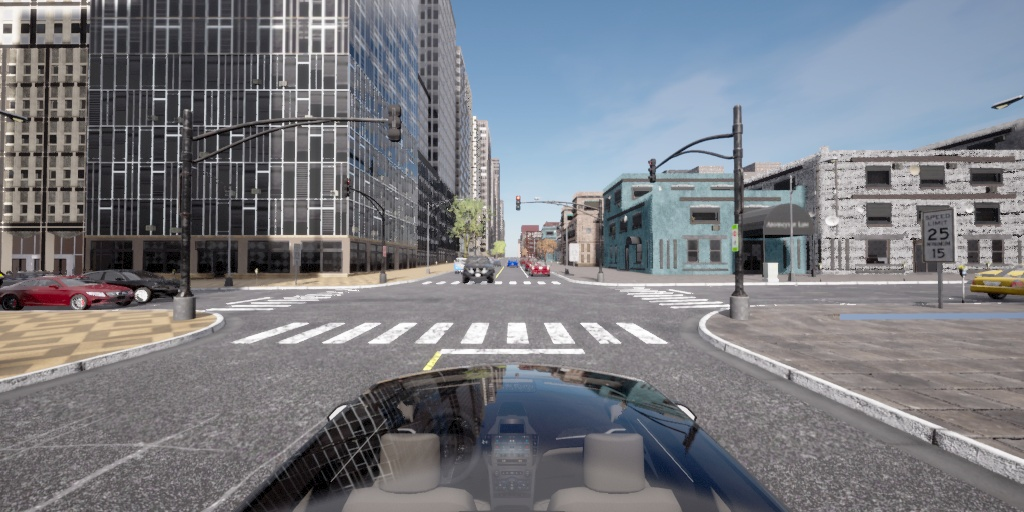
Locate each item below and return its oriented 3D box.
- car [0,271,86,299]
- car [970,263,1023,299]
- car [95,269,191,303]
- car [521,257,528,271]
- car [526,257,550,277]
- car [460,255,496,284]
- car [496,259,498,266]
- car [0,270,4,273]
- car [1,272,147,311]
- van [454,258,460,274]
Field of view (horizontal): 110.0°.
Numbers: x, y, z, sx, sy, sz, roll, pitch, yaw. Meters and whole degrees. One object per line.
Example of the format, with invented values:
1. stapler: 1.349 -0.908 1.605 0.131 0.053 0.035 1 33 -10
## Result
1. car: -26.975 1.589 19.965 4.181 1.385 1.994 -1 -1 1
2. car: 20.694 0.994 13.691 4.829 1.417 1.751 0 0 1
3. car: -17.888 1.359 16.681 5.008 1.535 1.882 -1 -1 0
4. car: 2.706 1.070 47.250 2.192 1.841 5.009 0 0 0
5. car: 2.702 1.194 35.902 1.967 1.591 4.097 0 0 0
6. car: -2.631 0.976 27.282 2.150 2.045 5.566 0 0 -6
7. car: -3.087 1.302 42.689 2.033 1.411 5.357 0 0 0
8. car: -23.098 1.325 14.125 4.097 1.591 1.967 0 0 1
9. car: -17.415 1.413 14.069 4.207 1.307 1.802 0 0 1
10. van: -5.677 1.096 41.540 1.690 1.789 3.998 0 0 0
